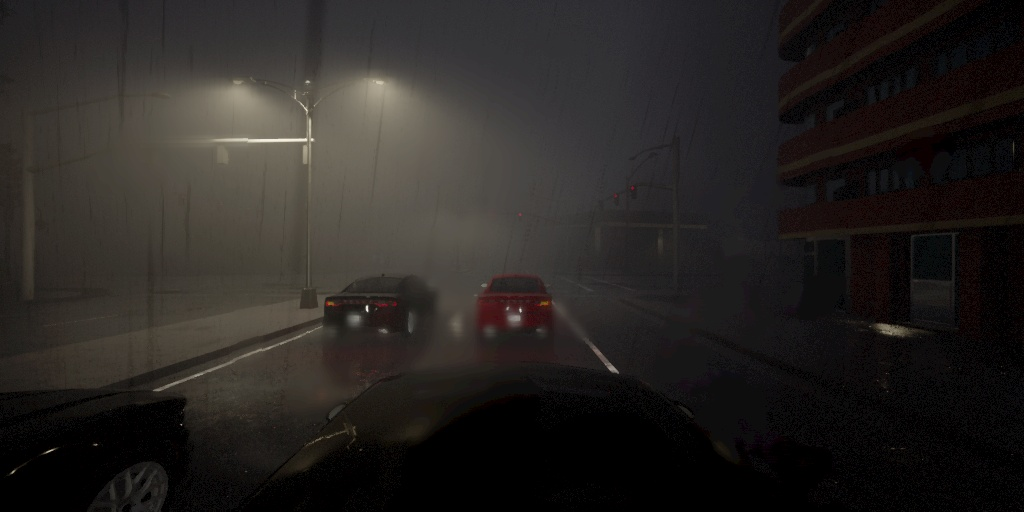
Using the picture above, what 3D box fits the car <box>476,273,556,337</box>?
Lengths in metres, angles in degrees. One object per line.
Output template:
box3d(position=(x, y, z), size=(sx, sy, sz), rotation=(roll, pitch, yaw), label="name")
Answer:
box3d(position=(0.108, 1.228, 10.305), size=(1.882, 1.535, 5.008), rotation=(0, 0, 1), label="car")

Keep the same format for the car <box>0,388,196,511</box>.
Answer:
box3d(position=(-3.408, 1.228, 0.716), size=(1.882, 1.535, 5.008), rotation=(0, 0, 0), label="car")

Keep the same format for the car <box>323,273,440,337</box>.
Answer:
box3d(position=(-3.397, 1.228, 10.290), size=(1.882, 1.535, 5.008), rotation=(0, 0, 0), label="car")
